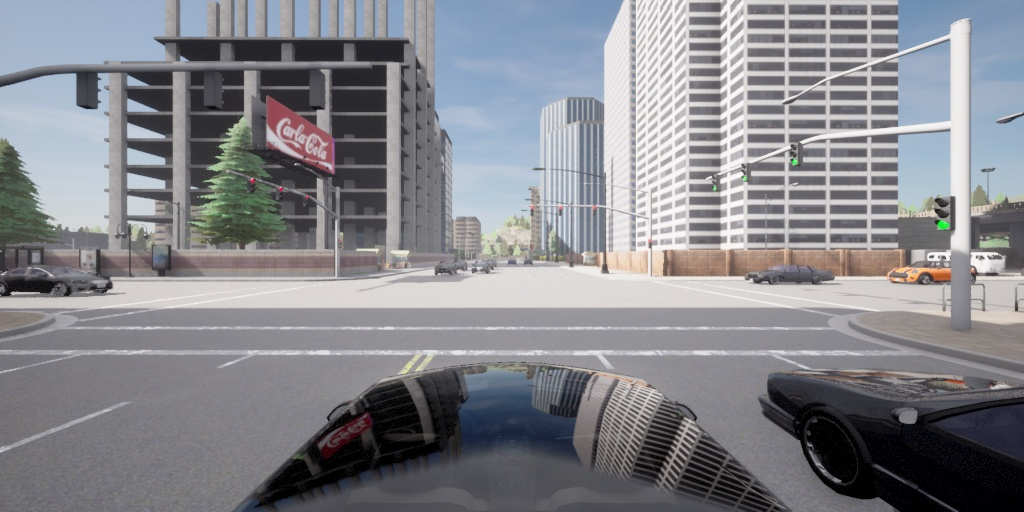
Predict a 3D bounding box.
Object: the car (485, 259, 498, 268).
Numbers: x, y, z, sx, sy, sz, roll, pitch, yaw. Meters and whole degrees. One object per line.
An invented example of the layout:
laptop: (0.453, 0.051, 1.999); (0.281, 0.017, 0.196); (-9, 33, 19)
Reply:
car: (-3.540, 1.252, 62.199); (1.837, 1.490, 4.892); (0, 0, 0)

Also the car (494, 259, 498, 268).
car: (-3.573, 1.240, 51.816); (2.128, 1.511, 4.902); (0, 0, 0)

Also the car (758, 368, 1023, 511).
car: (3.597, 1.297, 1.411); (2.033, 1.411, 5.357); (0, 0, 0)

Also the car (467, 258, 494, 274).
car: (-3.580, 1.240, 41.749); (2.128, 1.511, 4.902); (0, 0, 0)

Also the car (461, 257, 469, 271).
car: (-7.075, 1.254, 48.163); (1.837, 1.490, 4.892); (0, 0, 0)

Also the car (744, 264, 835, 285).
car: (19.648, 1.297, 25.457); (5.357, 1.411, 2.033); (0, 0, 0)

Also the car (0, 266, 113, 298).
car: (-23.136, 1.242, 18.051); (4.902, 1.511, 2.128); (0, 0, 0)

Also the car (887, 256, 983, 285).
car: (29.657, 1.101, 25.477); (4.553, 1.767, 2.097); (0, 0, 1)

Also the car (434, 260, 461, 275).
car: (-7.081, 1.254, 38.750); (1.837, 1.490, 4.892); (0, 0, 0)
